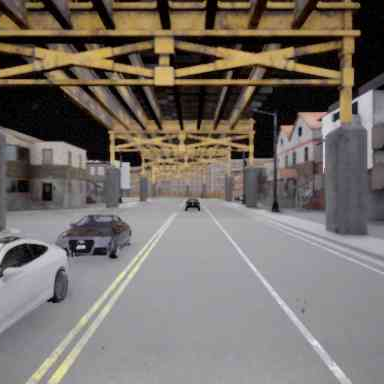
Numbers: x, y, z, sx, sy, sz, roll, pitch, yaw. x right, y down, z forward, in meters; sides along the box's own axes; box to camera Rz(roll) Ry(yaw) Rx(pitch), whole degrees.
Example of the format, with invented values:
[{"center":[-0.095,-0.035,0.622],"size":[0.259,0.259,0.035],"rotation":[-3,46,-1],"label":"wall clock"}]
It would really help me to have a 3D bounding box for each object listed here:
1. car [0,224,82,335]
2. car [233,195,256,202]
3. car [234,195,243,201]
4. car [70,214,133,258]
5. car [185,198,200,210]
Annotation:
[{"center":[-3.569,1.521,5.514],"size":[1.812,1.442,4.674],"rotation":[0,0,0],"label":"car"},{"center":[12.219,1.393,77.786],"size":[4.974,1.542,2.038],"rotation":[0,0,30],"label":"car"},{"center":[12.264,1.235,77.760],"size":[4.536,1.218,1.853],"rotation":[0,0,30],"label":"car"},{"center":[-3.502,1.554,12.508],"size":[1.994,1.385,4.181],"rotation":[0,0,0],"label":"car"},{"center":[0.094,1.515,41.870],"size":[2.033,1.411,5.357],"rotation":[0,0,0],"label":"car"}]
